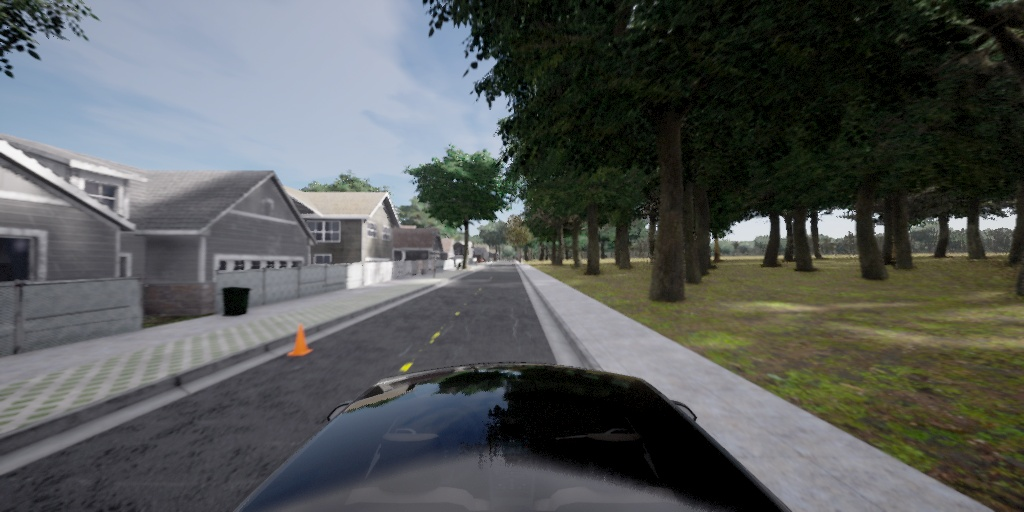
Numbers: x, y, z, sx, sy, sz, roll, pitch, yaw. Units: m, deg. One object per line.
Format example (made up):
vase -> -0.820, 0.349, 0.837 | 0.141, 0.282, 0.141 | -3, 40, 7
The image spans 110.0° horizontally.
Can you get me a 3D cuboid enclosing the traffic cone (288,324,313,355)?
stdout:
traffic cone -> -4.377, 1.707, 7.429 | 0.340, 0.580, 0.340 | 0, 0, 0
